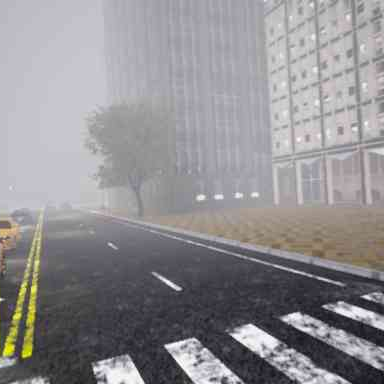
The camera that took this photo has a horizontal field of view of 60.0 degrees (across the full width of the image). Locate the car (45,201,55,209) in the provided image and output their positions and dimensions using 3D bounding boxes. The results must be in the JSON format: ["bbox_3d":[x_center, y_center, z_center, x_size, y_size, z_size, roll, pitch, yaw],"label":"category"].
[{"bbox_3d":[-34.978,3.258,81.739,2.097,1.767,4.553,-3,0,-24],"label":"car"}]

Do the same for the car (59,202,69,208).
[{"bbox_3d":[-32.017,3.249,83.087,1.837,1.490,4.892,-3,0,-24],"label":"car"}]

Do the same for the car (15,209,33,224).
[{"bbox_3d":[-17.531,2.519,34.349,2.128,1.511,4.902,-3,0,-24],"label":"car"}]

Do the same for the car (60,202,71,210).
[{"bbox_3d":[-27.780,3.157,73.568,1.837,1.490,4.892,-3,0,-24],"label":"car"}]

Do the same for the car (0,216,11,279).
[{"bbox_3d":[-5.872,1.685,8.000,2.097,1.767,4.553,-3,0,-24],"label":"car"}]

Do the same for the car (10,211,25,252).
[{"bbox_3d":[-9.573,2.031,16.347,1.882,1.535,5.008,-3,0,-24],"label":"car"}]

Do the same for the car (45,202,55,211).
[{"bbox_3d":[-30.744,3.337,72.246,2.128,1.511,4.902,-3,0,-24],"label":"car"}]
